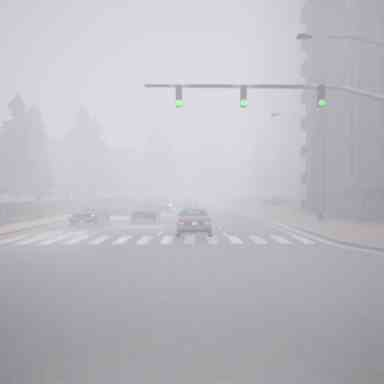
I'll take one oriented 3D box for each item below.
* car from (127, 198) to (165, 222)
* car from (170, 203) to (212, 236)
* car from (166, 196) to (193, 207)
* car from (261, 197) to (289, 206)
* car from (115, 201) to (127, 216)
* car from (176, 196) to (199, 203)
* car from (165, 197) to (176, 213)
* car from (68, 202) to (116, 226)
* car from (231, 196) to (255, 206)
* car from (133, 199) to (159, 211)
[{"bbox_3d":[-3.563,1.466,26.462,1.882,1.535,5.008,0,0,0],"label":"car"},{"bbox_3d":[0.105,1.524,18.030,2.033,1.411,5.357,0,0,0],"label":"car"},{"bbox_3d":[-1.882,1.465,51.563,1.882,1.535,5.008,0,0,30],"label":"car"},{"bbox_3d":[13.376,1.492,53.395,5.357,1.411,2.033,0,0,-37],"label":"car"},{"bbox_3d":[-6.976,1.563,32.352,1.994,1.385,4.181,0,0,1],"label":"car"},{"bbox_3d":[-0.579,1.584,46.457,1.895,1.301,4.718,0,0,21],"label":"car"},{"bbox_3d":[-3.258,1.494,36.589,1.837,1.490,4.892,0,0,3],"label":"car"},{"bbox_3d":[-7.071,1.599,23.542,1.895,1.301,4.718,0,0,0],"label":"car"},{"bbox_3d":[8.352,1.450,53.550,2.128,1.511,4.902,0,0,43],"label":"car"},{"bbox_3d":[-5.756,1.598,42.204,1.895,1.301,4.718,0,0,12],"label":"car"}]
